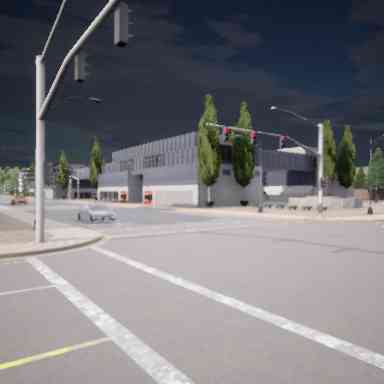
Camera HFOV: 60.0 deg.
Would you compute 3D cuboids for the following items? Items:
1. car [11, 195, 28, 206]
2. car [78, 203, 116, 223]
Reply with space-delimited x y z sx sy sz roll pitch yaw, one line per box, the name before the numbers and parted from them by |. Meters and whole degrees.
car | -28.812 1.355 55.600 2.097 1.767 4.553 0 -1 -36
car | -7.477 1.601 25.808 1.812 1.442 4.674 0 1 -36
